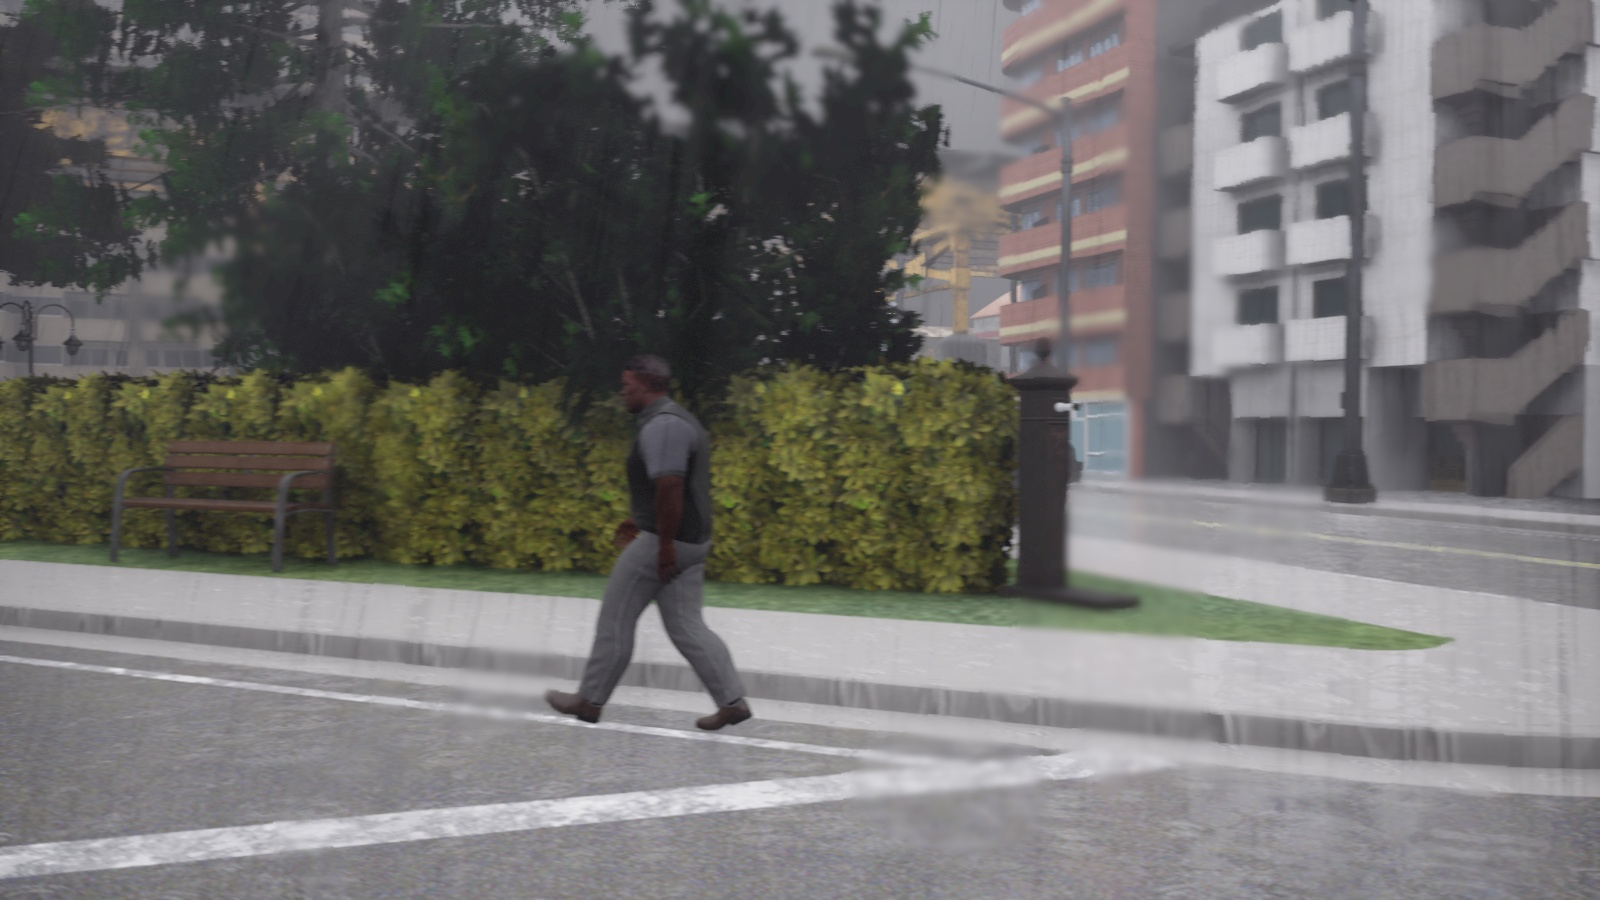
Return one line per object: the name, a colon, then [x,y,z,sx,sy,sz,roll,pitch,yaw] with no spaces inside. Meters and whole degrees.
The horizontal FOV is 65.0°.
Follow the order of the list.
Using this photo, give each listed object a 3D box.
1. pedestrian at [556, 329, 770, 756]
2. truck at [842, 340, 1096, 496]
pedestrian: [-0.620,0.408,5.863,0.849,1.883,0.563,-1,1,9]
truck: [4.001,-0.760,32.075,2.891,3.462,7.936,-1,1,-21]
